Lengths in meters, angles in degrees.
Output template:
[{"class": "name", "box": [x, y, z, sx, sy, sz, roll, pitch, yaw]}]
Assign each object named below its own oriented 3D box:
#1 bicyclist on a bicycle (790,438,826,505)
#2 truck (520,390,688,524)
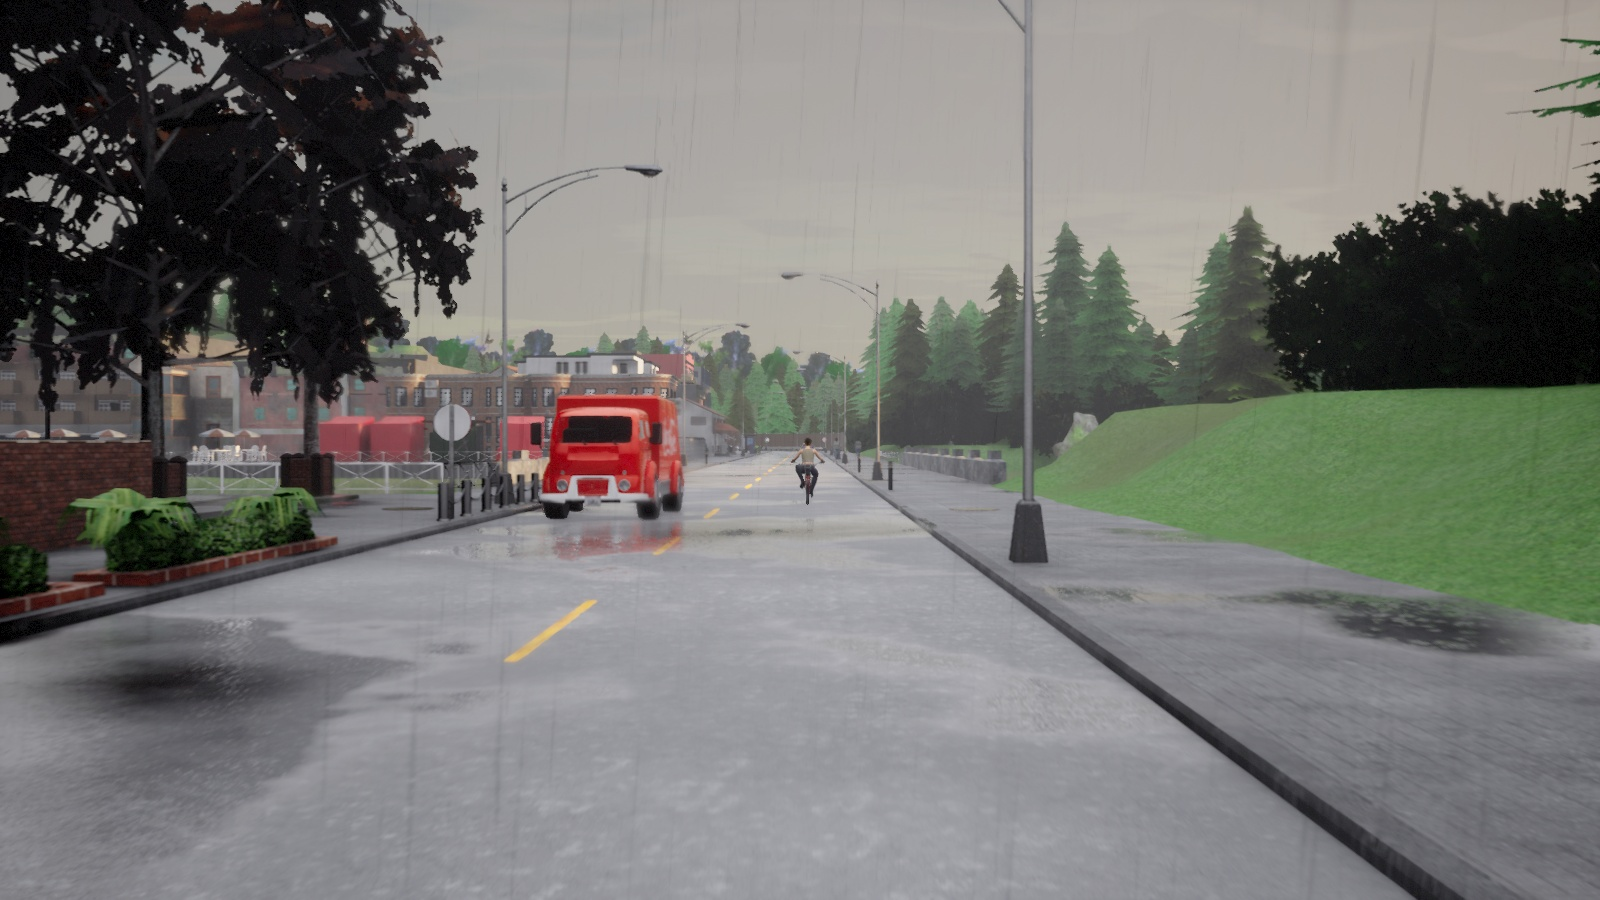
[{"class": "bicyclist on a bicycle", "box": [0.191, 0.509, 30.940, 0.866, 1.612, 1.509, 0, 0, 0]}, {"class": "truck", "box": [-3.840, 0.110, 25.723, 2.627, 2.467, 5.204, 0, 0, 0]}]
